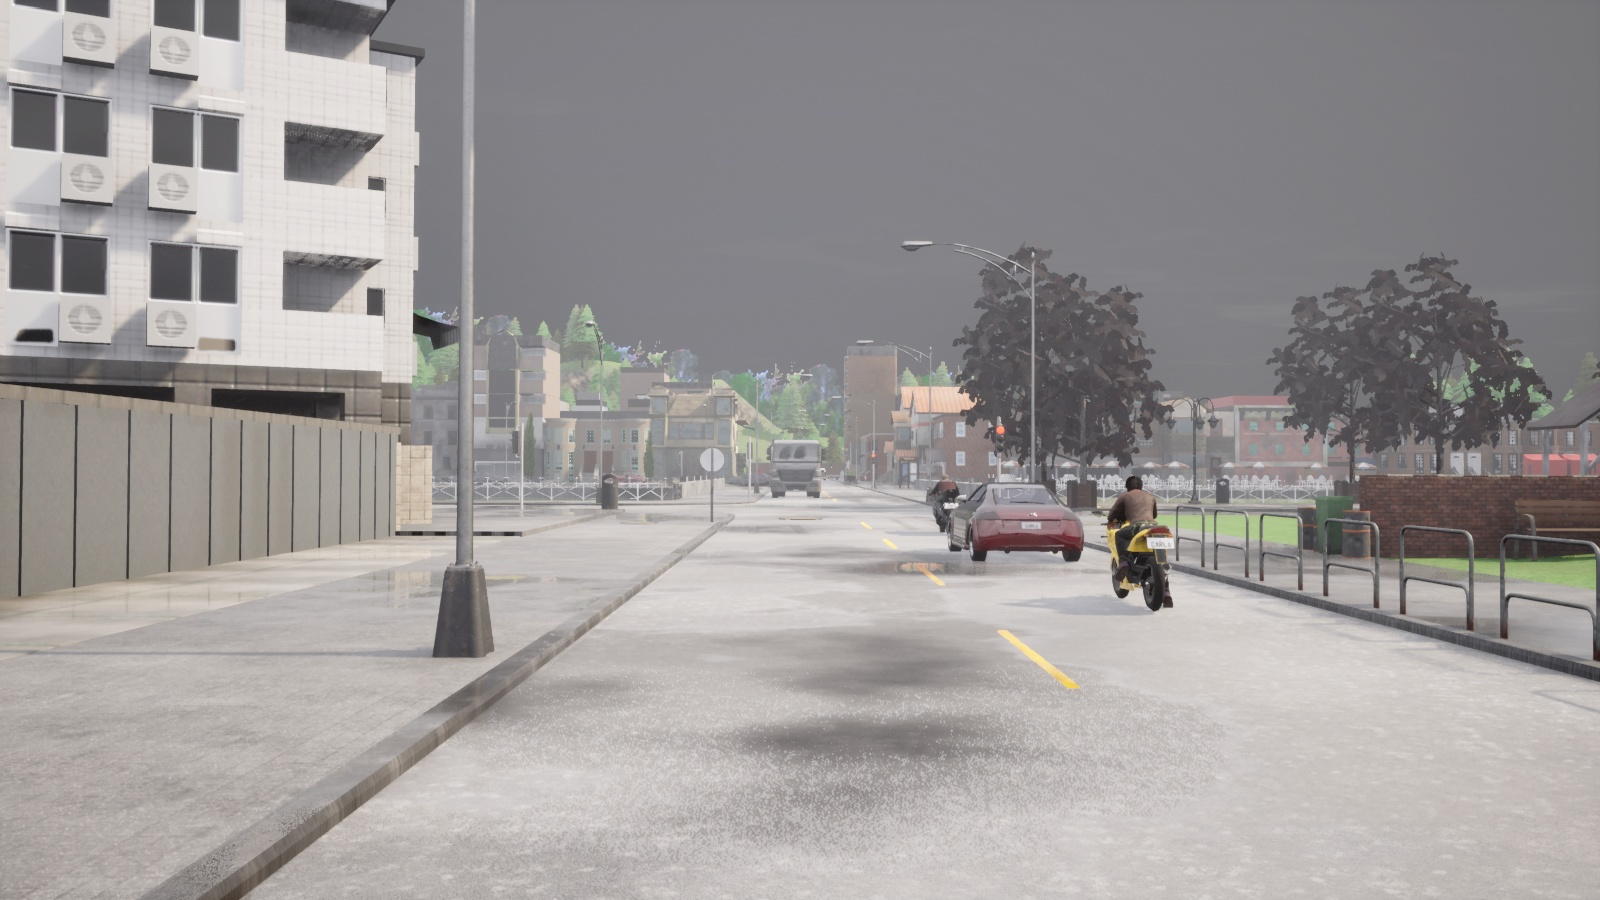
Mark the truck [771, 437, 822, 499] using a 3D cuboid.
[{"bbox_3d":[-0.218,1.085,74.708,2.891,3.462,7.936,0,-1,0],"label":"truck"}]

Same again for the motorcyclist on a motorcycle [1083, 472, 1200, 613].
[{"bbox_3d":[3.957,1.028,14.727,0.797,1.523,2.044,0,-1,0],"label":"motorcyclist on a motorcycle"}]

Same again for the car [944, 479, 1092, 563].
[{"bbox_3d":[3.933,1.254,23.348,1.994,1.385,4.181,0,-1,0],"label":"car"}]

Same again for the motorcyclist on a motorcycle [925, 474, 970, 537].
[{"bbox_3d":[3.677,1.362,31.448,0.866,1.530,2.191,0,-1,0],"label":"motorcyclist on a motorcycle"}]
